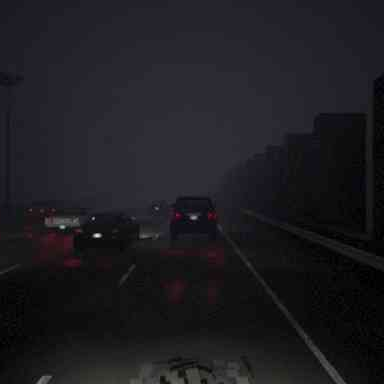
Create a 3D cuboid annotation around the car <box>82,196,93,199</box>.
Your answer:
[{"bbox_3d":[-20.377,1.427,64.645,2.033,1.411,5.357,0,0,0],"label":"car"}]

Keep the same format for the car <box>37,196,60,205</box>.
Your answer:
[{"bbox_3d":[-23.930,1.463,55.583,1.994,1.385,4.181,0,0,1],"label":"car"}]

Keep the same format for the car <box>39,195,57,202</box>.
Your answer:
[{"bbox_3d":[-30.946,1.423,71.557,1.994,1.385,4.181,0,0,-1],"label":"car"}]

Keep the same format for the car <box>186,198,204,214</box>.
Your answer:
[{"bbox_3d":[0.358,1.441,35.408,1.837,1.490,4.892,0,0,1],"label":"car"}]

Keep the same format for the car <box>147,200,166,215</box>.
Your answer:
[{"bbox_3d":[-3.198,1.505,32.872,1.994,1.385,4.181,0,0,1],"label":"car"}]

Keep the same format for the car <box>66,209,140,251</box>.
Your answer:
[{"bbox_3d":[-3.411,1.539,13.976,1.994,1.385,4.181,0,0,0],"label":"car"}]

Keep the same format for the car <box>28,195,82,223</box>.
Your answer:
[{"bbox_3d":[-10.340,1.306,25.098,2.097,1.767,4.553,0,0,1],"label":"car"}]

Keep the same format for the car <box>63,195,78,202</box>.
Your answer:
[{"bbox_3d":[-27.535,1.417,75.327,1.994,1.385,4.181,0,0,-1],"label":"car"}]

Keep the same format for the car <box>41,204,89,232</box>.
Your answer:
[{"bbox_3d":[-6.898,1.565,19.960,1.895,1.301,4.718,0,0,0],"label":"car"}]

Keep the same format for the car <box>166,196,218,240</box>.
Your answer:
[{"bbox_3d":[0.102,1.191,16.989,2.150,2.045,5.566,0,0,1],"label":"car"}]
